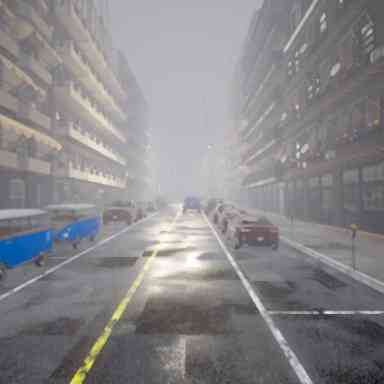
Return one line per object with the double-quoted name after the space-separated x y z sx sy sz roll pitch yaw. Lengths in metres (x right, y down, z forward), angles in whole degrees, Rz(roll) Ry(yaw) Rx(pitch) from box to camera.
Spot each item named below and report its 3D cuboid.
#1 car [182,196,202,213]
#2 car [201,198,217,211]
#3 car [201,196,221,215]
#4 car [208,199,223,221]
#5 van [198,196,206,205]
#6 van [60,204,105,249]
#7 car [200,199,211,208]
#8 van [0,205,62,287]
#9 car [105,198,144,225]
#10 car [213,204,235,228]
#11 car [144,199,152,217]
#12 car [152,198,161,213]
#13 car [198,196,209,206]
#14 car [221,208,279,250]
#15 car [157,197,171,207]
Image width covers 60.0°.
-0.018 1.503 41.493 2.150 2.045 5.566 0 0 0 "car"
2.414 1.768 47.823 1.967 1.590 4.097 1 -1 0 "car"
2.450 1.556 36.761 2.192 1.841 5.009 1 0 0 "car"
2.523 1.602 25.699 1.967 1.590 4.097 1 0 0 "car"
2.333 1.921 75.480 1.690 1.788 3.998 1 -1 0 "van"
-5.330 1.437 14.676 1.690 1.788 3.998 1 0 0 "van"
2.378 2.005 58.884 1.802 1.307 4.206 1 -1 0 "car"
-5.313 1.401 9.144 1.690 1.788 3.998 1 0 0 "van"
-5.362 1.486 25.737 2.192 1.841 5.009 1 0 0 "car"
2.529 1.668 20.167 1.887 1.381 4.507 1 0 0 "car"
-5.379 1.525 31.266 2.192 1.841 5.009 1 0 0 "car"
-5.418 1.859 42.327 1.947 1.339 4.313 1 0 0 "car"
2.350 1.840 69.949 2.192 1.841 5.009 1 -1 0 "car"
2.546 1.631 14.637 1.887 1.381 4.507 1 0 0 "car"
-5.463 1.747 58.918 2.192 1.841 5.009 1 -1 0 "car"
